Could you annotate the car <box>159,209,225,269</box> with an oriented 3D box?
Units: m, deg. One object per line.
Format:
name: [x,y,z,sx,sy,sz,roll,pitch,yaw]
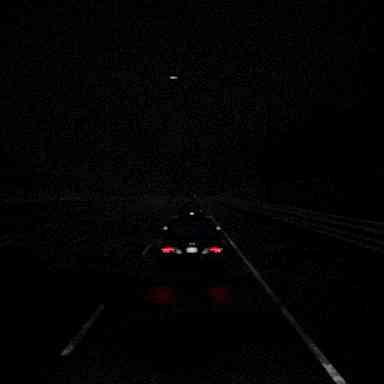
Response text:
car: [-0.003,1.525,10.994,2.033,1.411,5.357,0,0,0]

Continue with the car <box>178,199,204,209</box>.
car: [-0.007,1.519,25.939,1.994,1.385,4.181,0,0,0]
